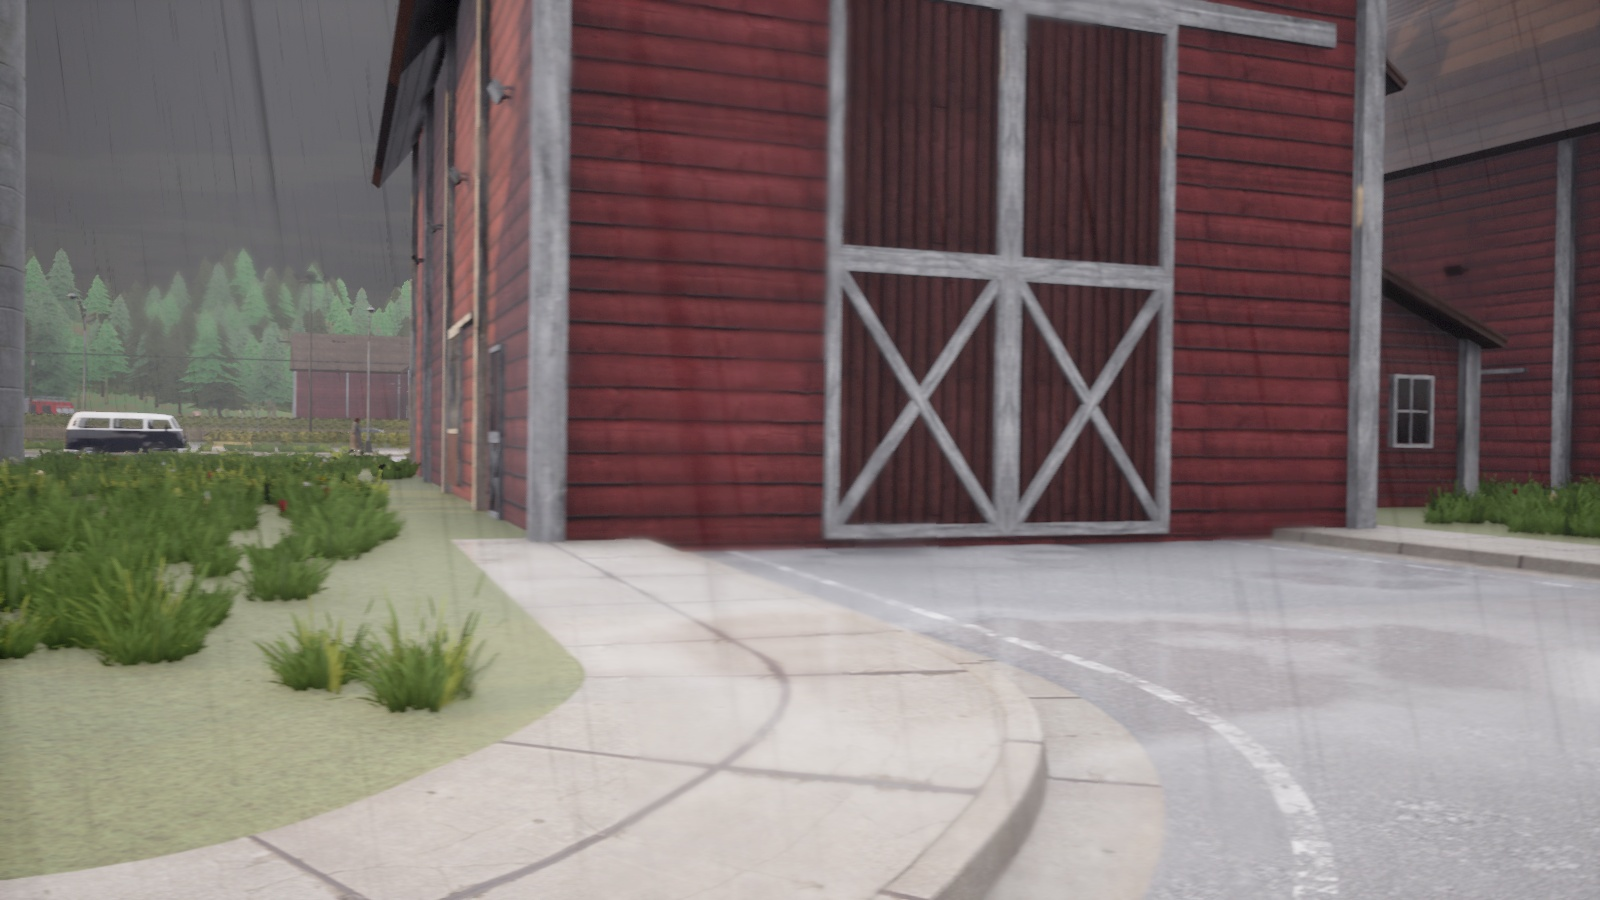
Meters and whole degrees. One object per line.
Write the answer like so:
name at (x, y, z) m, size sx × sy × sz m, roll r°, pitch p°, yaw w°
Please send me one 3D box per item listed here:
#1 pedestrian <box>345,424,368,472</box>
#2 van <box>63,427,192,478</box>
pedestrian at (-18.400, -0.080, 52.121) m, size 0.873 × 1.952 × 0.659 m, roll -1°, pitch 1°, yaw -17°
van at (-27.975, 0.065, 52.411) m, size 4.480 × 2.038 × 2.069 m, roll -1°, pitch 1°, yaw -21°
